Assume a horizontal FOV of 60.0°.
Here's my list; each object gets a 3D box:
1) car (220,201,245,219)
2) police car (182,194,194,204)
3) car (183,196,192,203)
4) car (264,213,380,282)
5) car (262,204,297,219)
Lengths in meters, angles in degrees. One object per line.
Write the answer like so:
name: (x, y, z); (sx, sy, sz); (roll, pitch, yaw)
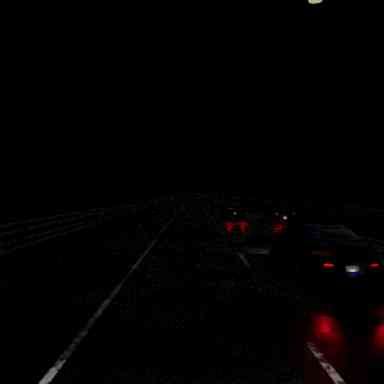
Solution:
car: (3.609, 1.582, 30.187); (2.128, 1.511, 4.902); (0, 0, 0)
police car: (-1.031, 1.623, 66.712); (1.930, 1.638, 5.238); (0, 0, 0)
car: (-1.001, 1.706, 76.601); (1.882, 1.535, 5.008); (0, 0, 0)
car: (3.603, 1.555, 9.759); (1.812, 1.442, 4.674); (0, 0, 0)
car: (7.108, 1.683, 27.574); (1.895, 1.301, 4.718); (0, 0, 0)
